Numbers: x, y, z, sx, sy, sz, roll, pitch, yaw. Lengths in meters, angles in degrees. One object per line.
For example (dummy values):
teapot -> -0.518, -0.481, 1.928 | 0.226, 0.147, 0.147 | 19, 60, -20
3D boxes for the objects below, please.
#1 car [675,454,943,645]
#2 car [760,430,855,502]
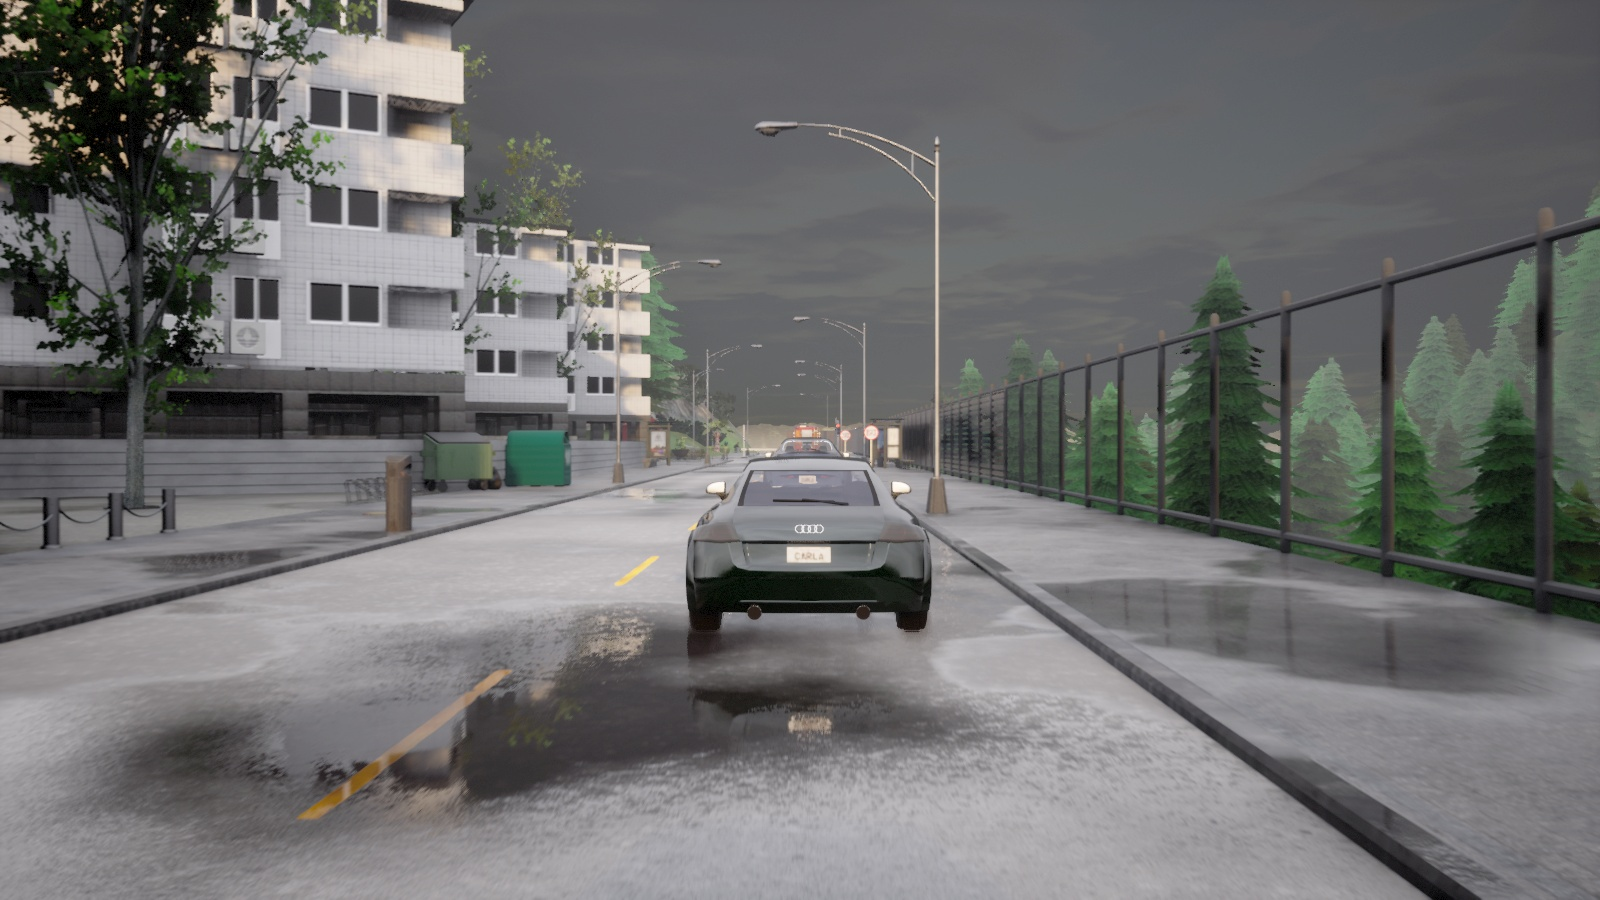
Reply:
car -> 0.077, 0.746, 11.440 | 1.994, 1.385, 4.181 | 0, 0, 0
car -> 0.184, 0.349, 31.247 | 2.152, 1.651, 5.027 | 0, 0, 0
